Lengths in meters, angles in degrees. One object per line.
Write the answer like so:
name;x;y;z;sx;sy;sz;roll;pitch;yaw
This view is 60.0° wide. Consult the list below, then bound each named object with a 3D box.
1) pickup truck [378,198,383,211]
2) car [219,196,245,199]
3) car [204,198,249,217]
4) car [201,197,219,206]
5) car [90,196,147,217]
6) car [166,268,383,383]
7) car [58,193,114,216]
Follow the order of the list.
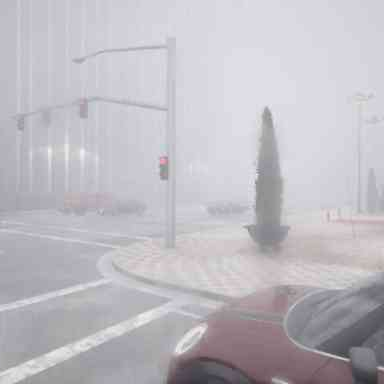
pickup truck;23.294;1.048;36.391;6.274;2.098;2.390;0;0;-25
car;6.372;1.376;47.438;2.128;1.511;4.902;0;0;35
car;3.394;1.523;30.682;1.895;1.301;4.718;0;0;35
car;3.143;1.430;48.932;1.994;1.385;4.181;0;0;35
car;-6.146;1.373;29.557;2.128;1.511;4.902;0;1;35
car;1.961;1.353;2.569;4.553;1.767;2.097;0;0;36
car;-9.515;1.088;30.836;2.150;2.045;5.566;0;0;35
